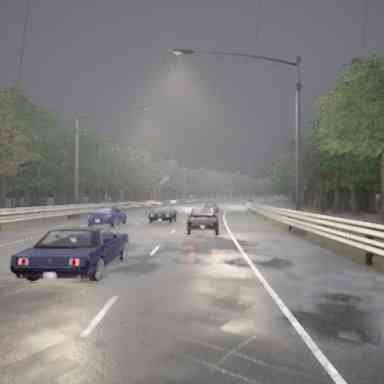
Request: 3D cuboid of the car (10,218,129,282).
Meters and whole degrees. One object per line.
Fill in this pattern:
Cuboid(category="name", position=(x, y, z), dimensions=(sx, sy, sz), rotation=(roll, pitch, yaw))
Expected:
Cuboid(category="car", position=(-3.232, 1.674, 9.939), dimensions=(1.895, 1.301, 4.718), rotation=(0, -1, 2))

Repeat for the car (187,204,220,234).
Cuboid(category="car", position=(0.704, 1.702, 20.580), dimensions=(2.128, 1.511, 4.902), rotation=(0, -1, 3))

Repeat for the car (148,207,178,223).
Cuboid(category="car", position=(-2.341, 1.903, 28.148), dimensions=(1.895, 1.301, 4.718), rotation=(0, -1, 4))

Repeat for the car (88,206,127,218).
Cuboid(category="car", position=(-6.097, 1.773, 24.263), dimensions=(1.812, 1.442, 4.674), rotation=(0, -1, 3))
